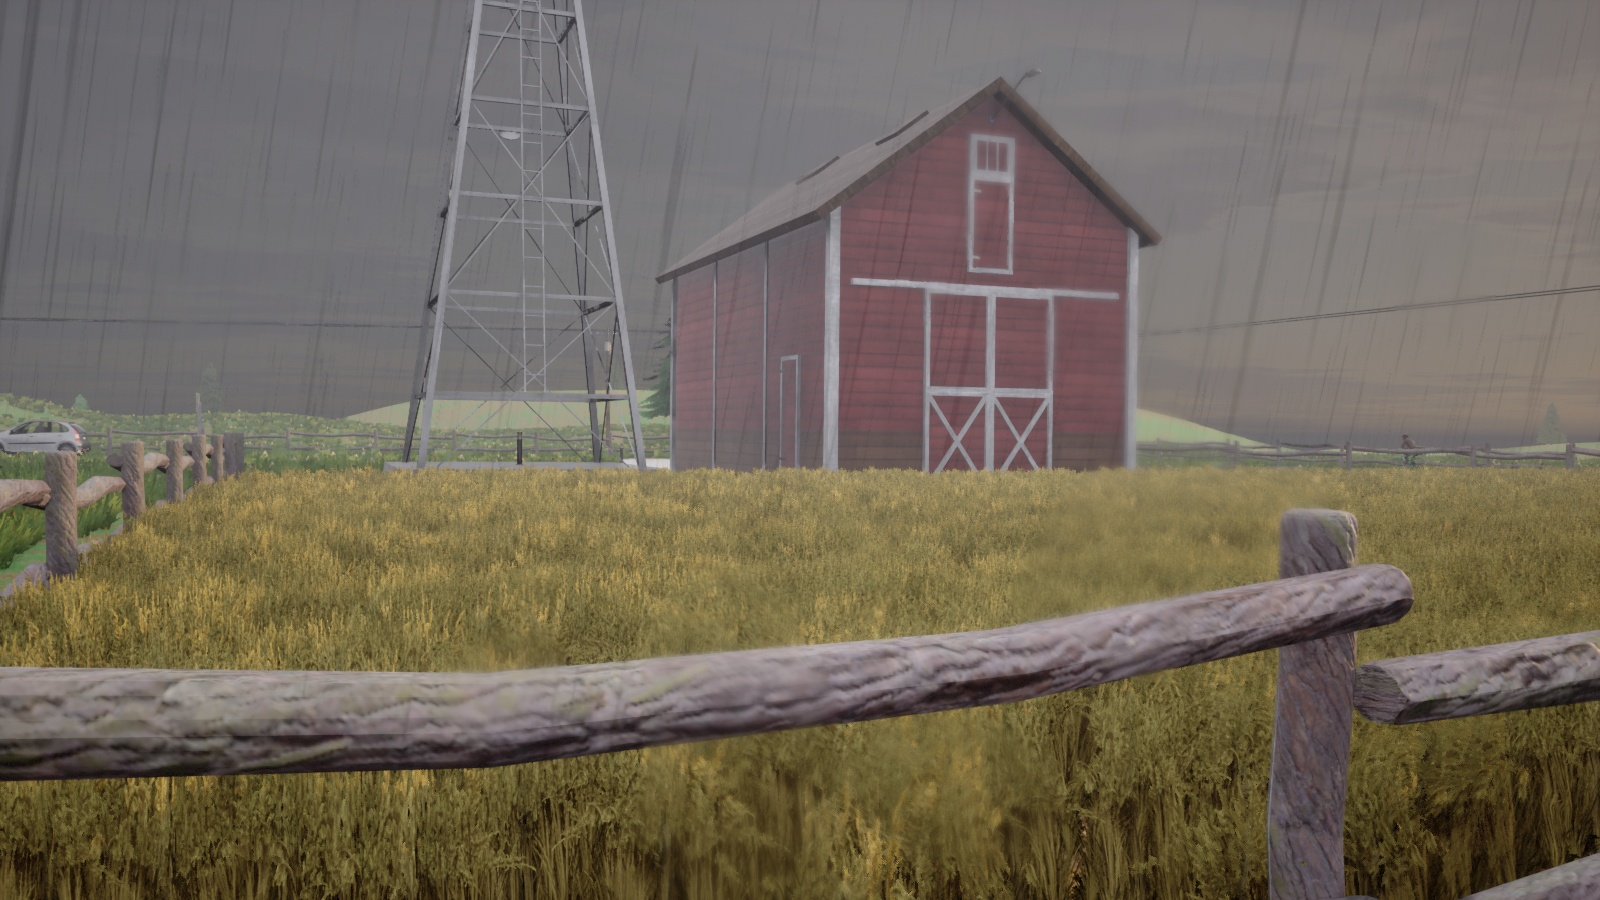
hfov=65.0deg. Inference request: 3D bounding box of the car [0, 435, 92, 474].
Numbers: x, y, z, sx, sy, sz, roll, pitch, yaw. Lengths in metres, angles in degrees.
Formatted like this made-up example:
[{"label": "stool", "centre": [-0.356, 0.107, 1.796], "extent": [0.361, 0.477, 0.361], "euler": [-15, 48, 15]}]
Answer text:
[{"label": "car", "centre": [-32.666, 0.178, 53.545], "extent": [3.988, 1.617, 1.851], "euler": [-1, 1, -15]}]
